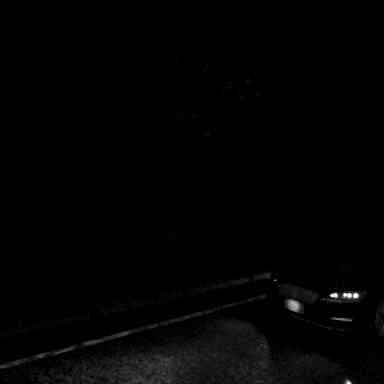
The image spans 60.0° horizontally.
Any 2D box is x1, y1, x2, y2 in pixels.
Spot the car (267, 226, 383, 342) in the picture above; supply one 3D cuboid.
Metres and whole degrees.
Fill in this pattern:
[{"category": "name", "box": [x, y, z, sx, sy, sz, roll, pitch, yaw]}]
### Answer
[{"category": "car", "box": [3.557, 1.471, 6.521, 4.902, 1.511, 2.128, 0, 0, -35]}]
